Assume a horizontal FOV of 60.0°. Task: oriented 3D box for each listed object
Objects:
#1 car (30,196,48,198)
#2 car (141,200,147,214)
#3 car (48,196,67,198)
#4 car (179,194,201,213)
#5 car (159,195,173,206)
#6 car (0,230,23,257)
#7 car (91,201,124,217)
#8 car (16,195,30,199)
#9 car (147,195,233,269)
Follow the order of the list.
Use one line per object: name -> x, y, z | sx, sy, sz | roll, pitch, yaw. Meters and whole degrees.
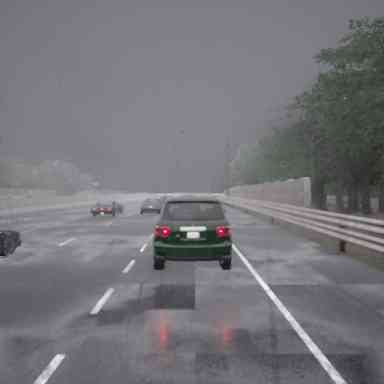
car -> -28.611, 1.479, 63.801 | 1.994, 1.385, 4.181 | 0, -1, -1
car -> -3.806, 1.330, 32.536 | 1.994, 1.385, 4.181 | 0, 0, -1
car -> -25.113, 1.438, 63.879 | 2.128, 1.511, 4.902 | 0, 0, -1
car -> -0.216, 1.106, 33.575 | 2.097, 1.767, 4.553 | 0, 0, -1
car -> -3.988, 1.278, 51.287 | 1.837, 1.490, 4.892 | 0, 0, -1
car -> -6.980, 1.494, 9.459 | 2.033, 1.411, 5.357 | 0, 0, -1
car -> -7.168, 1.395, 28.705 | 1.895, 1.301, 4.718 | 0, 0, -1
car -> -32.111, 1.437, 63.767 | 1.837, 1.490, 4.892 | 0, -1, -1
car -> 0.004, 1.137, 10.953 | 2.150, 2.045, 5.566 | 0, 0, -1
